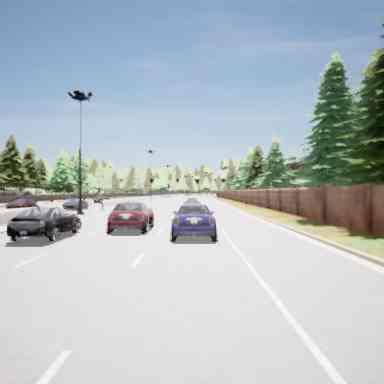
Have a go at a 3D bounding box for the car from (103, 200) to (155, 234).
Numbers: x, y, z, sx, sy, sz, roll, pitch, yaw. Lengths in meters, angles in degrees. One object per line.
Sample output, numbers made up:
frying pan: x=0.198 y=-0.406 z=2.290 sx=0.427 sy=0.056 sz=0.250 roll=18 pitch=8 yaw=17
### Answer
car: x=-3.412 y=1.327 z=19.249 sx=2.097 sy=1.767 sz=4.553 roll=0 pitch=0 yaw=0

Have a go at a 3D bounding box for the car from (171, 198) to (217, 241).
car: x=0.090 y=1.331 z=16.655 sx=2.097 sy=1.767 sz=4.553 roll=0 pitch=0 yaw=0

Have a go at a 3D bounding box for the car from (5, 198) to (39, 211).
car: x=-21.125 y=1.511 z=41.494 sx=1.994 sy=1.385 sz=4.181 roll=0 pitch=0 yaw=1

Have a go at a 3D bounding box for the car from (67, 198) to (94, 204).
car: x=-14.103 y=1.496 z=40.529 sx=2.033 sy=1.411 sz=5.357 roll=0 pitch=0 yaw=0

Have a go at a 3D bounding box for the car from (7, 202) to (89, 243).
car: x=-6.910 y=1.471 z=16.040 sx=2.128 sy=1.511 sz=4.902 roll=0 pitch=0 yaw=0

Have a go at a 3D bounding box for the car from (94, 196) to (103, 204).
car: x=-17.125 y=1.431 z=62.726 sx=1.882 sy=1.535 sz=5.008 roll=0 pitch=0 yaw=2

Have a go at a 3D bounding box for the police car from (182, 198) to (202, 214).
police car: x=0.009 y=1.458 z=36.931 sx=2.038 sy=1.542 sz=4.974 roll=0 pitch=0 yaw=0
